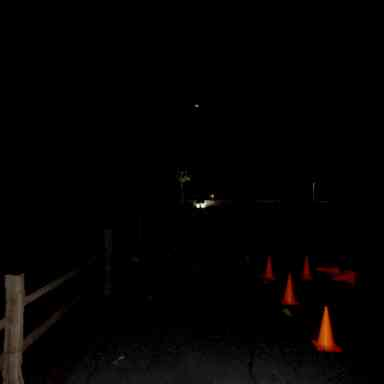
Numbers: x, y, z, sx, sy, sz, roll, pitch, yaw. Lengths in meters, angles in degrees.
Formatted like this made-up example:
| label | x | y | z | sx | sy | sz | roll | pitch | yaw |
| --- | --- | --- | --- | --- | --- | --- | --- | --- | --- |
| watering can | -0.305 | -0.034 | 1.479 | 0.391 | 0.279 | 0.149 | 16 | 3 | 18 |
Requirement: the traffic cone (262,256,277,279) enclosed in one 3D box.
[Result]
| label | x | y | z | sx | sy | sz | roll | pitch | yaw |
| --- | --- | --- | --- | --- | --- | --- | --- | --- | --- |
| traffic cone | 2.077 | 2.006 | 8.947 | 0.340 | 0.580 | 0.340 | 1 | 0 | 1 |

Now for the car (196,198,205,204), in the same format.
| label | x | y | z | sx | sy | sz | roll | pitch | yaw |
| --- | --- | --- | --- | --- | --- | --- | --- | --- | --- |
| car | 1.887 | 2.006 | 74.914 | 2.128 | 1.511 | 4.902 | 1 | -1 | 1 |

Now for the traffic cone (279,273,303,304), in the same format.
| label | x | y | z | sx | sy | sz | roll | pitch | yaw |
| --- | --- | --- | --- | --- | --- | --- | --- | --- | --- |
| traffic cone | 2.035 | 2.000 | 6.948 | 0.340 | 0.580 | 0.340 | 1 | 0 | 1 |

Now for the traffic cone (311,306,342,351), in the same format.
| label | x | y | z | sx | sy | sz | roll | pitch | yaw |
| --- | --- | --- | --- | --- | --- | --- | --- | --- | --- |
| traffic cone | 1.993 | 1.994 | 4.948 | 0.340 | 0.580 | 0.340 | 1 | 0 | 1 |

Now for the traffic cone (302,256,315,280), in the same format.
| label | x | y | z | sx | sy | sz | roll | pitch | yaw |
| --- | --- | --- | --- | --- | --- | --- | --- | --- | --- |
| traffic cone | 3.076 | 2.019 | 8.926 | 0.340 | 0.580 | 0.340 | 1 | 0 | 1 |
